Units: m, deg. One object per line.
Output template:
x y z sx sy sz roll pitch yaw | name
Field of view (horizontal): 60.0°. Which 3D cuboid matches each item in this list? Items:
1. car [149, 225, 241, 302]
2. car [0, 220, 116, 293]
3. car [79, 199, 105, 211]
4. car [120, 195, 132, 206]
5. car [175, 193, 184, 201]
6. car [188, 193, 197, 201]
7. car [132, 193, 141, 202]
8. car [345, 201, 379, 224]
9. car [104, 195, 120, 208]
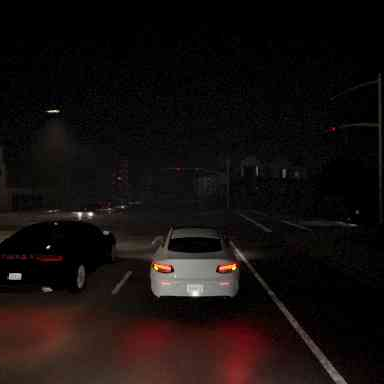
0.071 1.540 8.158 1.812 1.442 4.674 0 0 0 | car
-3.425 1.498 8.945 1.882 1.535 5.008 0 0 0 | car
-14.080 1.977 46.195 1.895 1.301 4.718 0 -1 0 | car
-13.986 1.587 65.978 2.150 2.045 5.566 0 1 0 | car
-3.455 1.417 88.985 2.150 2.045 5.566 0 0 0 | car
0.045 1.413 89.285 2.150 2.045 5.566 0 -1 0 | car
-13.958 1.404 82.558 2.150 2.045 5.566 0 0 0 | car
14.262 1.490 25.471 4.553 1.767 2.097 0 -1 0 | car
-14.056 1.784 55.462 2.097 1.767 4.553 0 0 0 | car
